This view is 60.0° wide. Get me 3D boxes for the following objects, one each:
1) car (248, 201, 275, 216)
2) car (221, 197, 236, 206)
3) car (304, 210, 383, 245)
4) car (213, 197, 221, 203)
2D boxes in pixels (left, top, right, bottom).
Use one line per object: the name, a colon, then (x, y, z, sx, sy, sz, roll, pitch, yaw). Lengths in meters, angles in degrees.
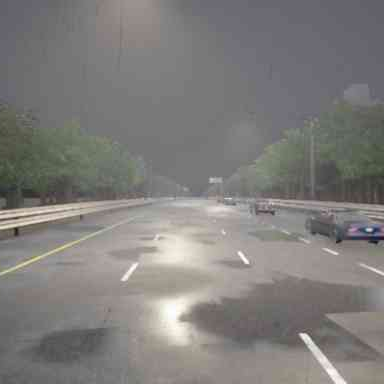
car: (7.062, 1.626, 33.922, 2.033, 1.411, 5.357, 0, 0, 0)
car: (7.218, 1.924, 63.513, 2.033, 1.411, 5.357, 0, -1, 0)
car: (7.014, 1.557, 15.672, 2.033, 1.411, 5.357, 0, 0, 0)
car: (7.407, 2.038, 86.491, 2.097, 1.767, 4.553, 0, -1, 1)
